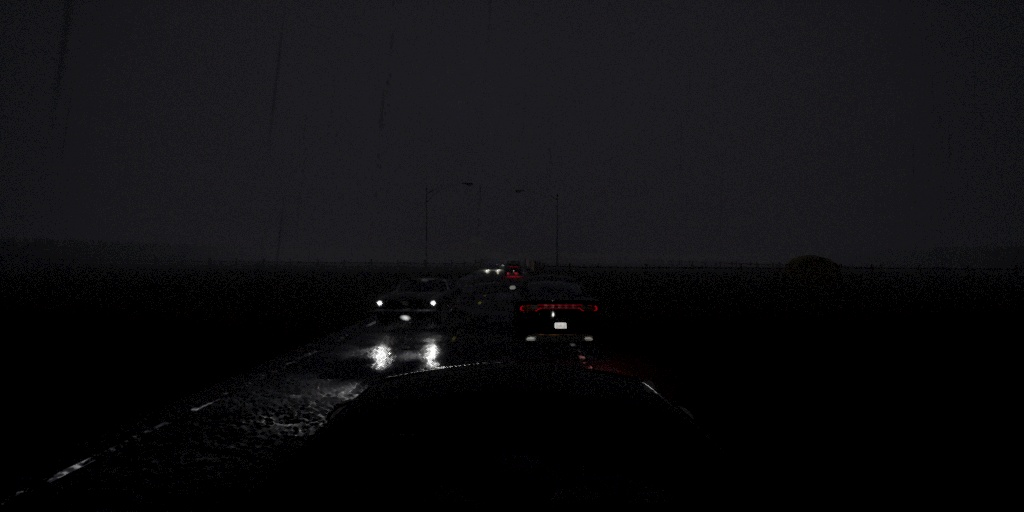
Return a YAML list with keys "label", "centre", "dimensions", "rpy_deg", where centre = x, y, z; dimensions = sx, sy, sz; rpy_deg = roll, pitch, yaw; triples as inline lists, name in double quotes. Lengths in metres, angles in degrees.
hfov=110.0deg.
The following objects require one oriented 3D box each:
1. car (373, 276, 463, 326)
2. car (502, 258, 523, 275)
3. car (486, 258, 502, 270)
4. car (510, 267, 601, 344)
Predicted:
- label: "car"
  centre: [-2.849, 1.351, 11.818]
  dimensions: [1.895, 1.301, 4.718]
  rpy_deg: [0, 0, 0]
- label: "car"
  centre: [0.103, 1.249, 38.748]
  dimensions: [1.837, 1.490, 4.892]
  rpy_deg: [0, 0, -2]
- label: "car"
  centre: [-2.836, 1.216, 53.667]
  dimensions: [1.882, 1.535, 5.008]
  rpy_deg: [0, 0, 0]
- label: "car"
  centre: [0.963, 1.228, 9.580]
  dimensions: [1.882, 1.535, 5.008]
  rpy_deg: [0, 0, 0]
